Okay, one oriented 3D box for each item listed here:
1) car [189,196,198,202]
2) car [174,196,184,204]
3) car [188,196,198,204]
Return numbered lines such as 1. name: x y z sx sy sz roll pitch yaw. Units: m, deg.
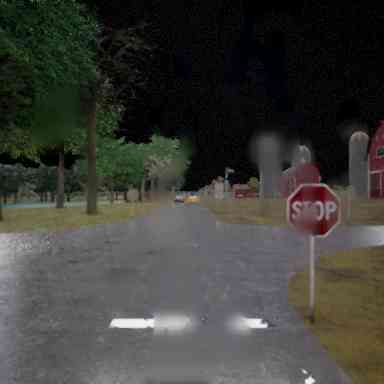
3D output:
1. car: 0.247 1.497 72.142 1.895 1.301 4.718 0 -1 0
2. car: -2.524 1.491 66.288 1.882 1.535 5.008 0 -1 0
3. car: 0.210 1.451 61.691 1.882 1.535 5.008 0 0 0
